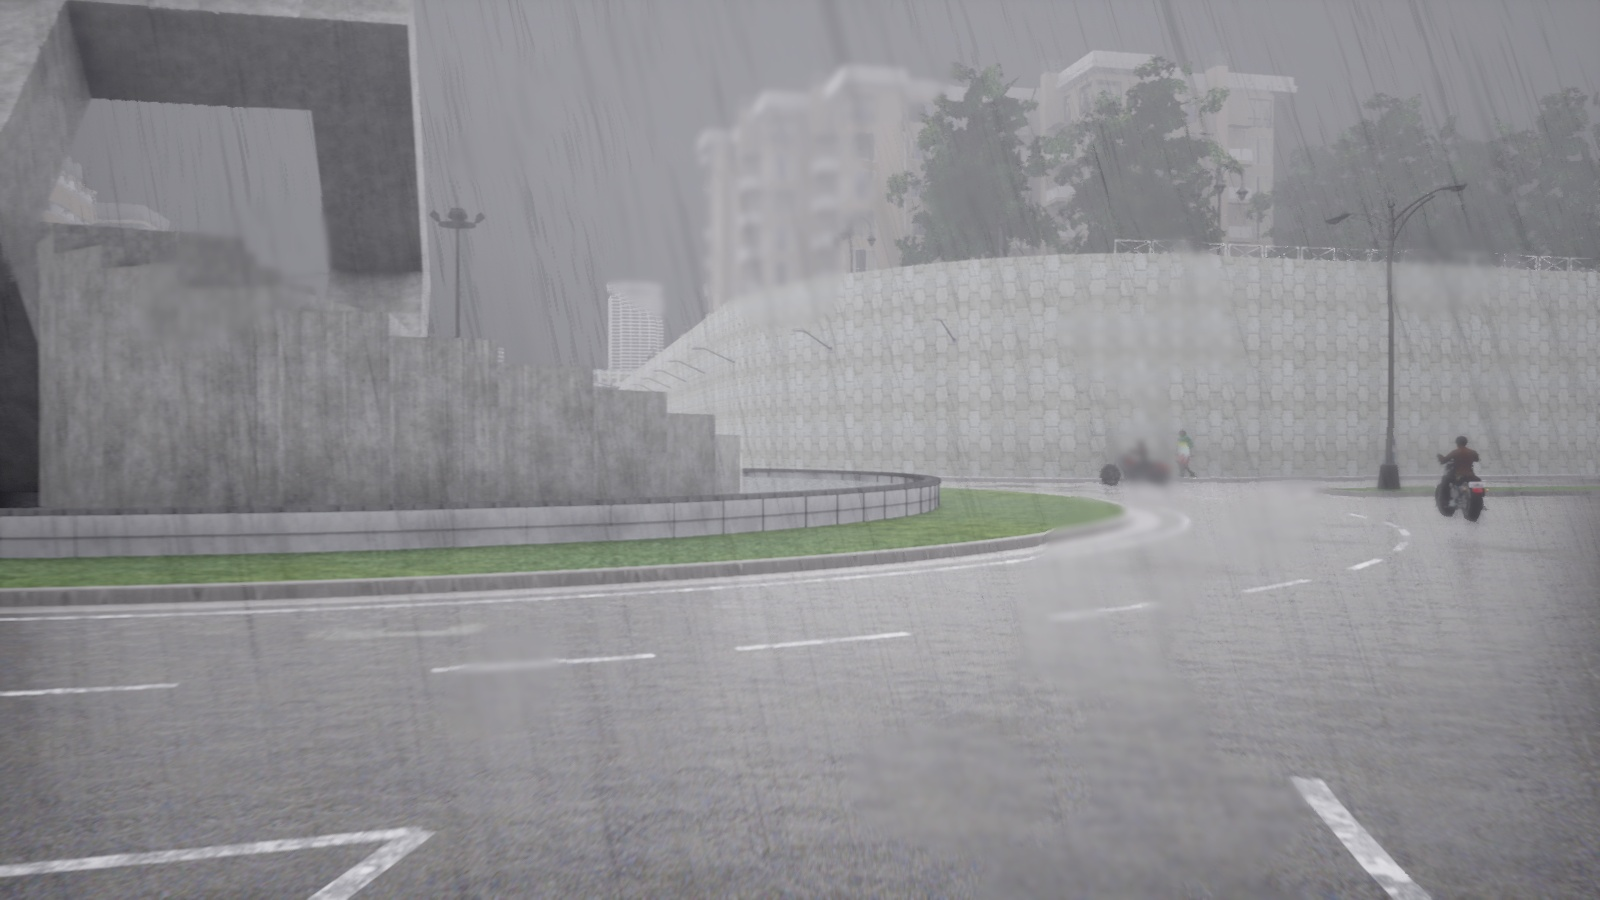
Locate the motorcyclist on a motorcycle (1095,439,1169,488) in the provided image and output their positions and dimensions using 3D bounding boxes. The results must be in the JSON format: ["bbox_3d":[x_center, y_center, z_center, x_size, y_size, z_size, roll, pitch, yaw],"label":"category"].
[{"bbox_3d":[11.379,0.467,43.058,2.350,1.649,0.766,0,-1,5],"label":"motorcyclist on a motorcycle"}]

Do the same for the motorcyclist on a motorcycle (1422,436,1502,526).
[{"bbox_3d":[12.734,0.575,24.231,0.766,1.649,2.350,0,0,13],"label":"motorcyclist on a motorcycle"}]

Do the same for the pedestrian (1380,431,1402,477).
[{"bbox_3d":[23.463,0.147,49.849,0.706,1.836,0.354,0,0,-17],"label":"pedestrian"}]

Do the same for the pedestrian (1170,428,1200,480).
[{"bbox_3d":[14.566,0.150,47.558,0.873,1.952,0.659,0,0,-9],"label":"pedestrian"}]
